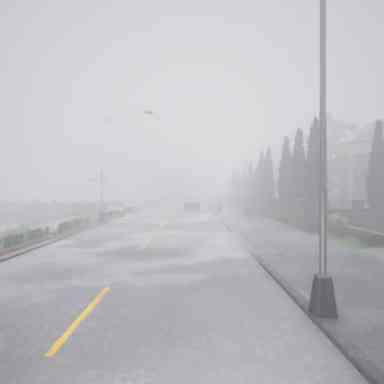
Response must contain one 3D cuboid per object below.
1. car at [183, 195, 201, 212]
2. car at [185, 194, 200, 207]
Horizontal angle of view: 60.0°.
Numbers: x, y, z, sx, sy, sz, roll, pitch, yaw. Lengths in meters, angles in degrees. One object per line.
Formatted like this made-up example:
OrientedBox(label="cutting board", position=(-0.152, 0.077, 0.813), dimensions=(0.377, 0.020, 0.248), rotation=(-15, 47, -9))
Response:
OrientedBox(label="car", position=(0.011, 1.376, 36.570), dimensions=(1.882, 1.535, 5.008), rotation=(0, 0, 0))
OrientedBox(label="car", position=(0.032, 1.216, 48.556), dimensions=(2.097, 1.767, 4.553), rotation=(0, 0, 0))
